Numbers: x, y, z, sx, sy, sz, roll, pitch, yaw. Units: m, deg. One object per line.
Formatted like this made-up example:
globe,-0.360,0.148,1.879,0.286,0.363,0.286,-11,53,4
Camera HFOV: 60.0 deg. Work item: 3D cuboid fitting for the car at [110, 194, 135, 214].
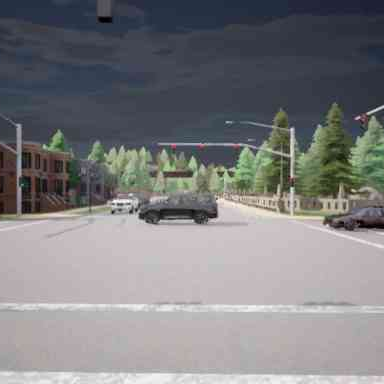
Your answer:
car,-7.103,1.198,35.636,2.150,2.045,5.566,0,0,0

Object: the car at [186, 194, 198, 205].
car,-0.054,1.312,60.246,2.097,1.767,4.553,0,0,0

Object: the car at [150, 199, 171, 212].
car,-3.595,1.539,38.331,1.994,1.385,4.181,0,0,0

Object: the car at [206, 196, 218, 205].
car,3.547,1.524,60.164,1.994,1.385,4.181,0,0,0

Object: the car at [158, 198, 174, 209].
car,-3.599,1.533,46.706,1.994,1.385,4.181,0,0,1

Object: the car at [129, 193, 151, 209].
car,-7.110,1.191,45.753,2.150,2.045,5.566,0,0,0

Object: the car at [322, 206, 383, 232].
car,10.565,1.535,19.395,5.357,1.411,2.033,0,0,0

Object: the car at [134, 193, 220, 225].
car,-0.874,1.205,23.161,5.566,2.045,2.150,0,0,1
